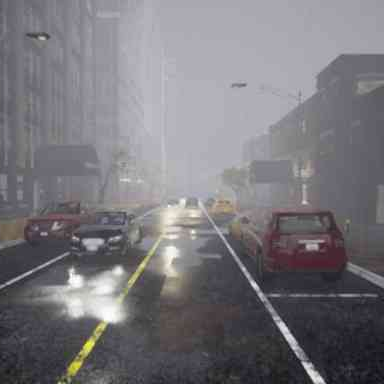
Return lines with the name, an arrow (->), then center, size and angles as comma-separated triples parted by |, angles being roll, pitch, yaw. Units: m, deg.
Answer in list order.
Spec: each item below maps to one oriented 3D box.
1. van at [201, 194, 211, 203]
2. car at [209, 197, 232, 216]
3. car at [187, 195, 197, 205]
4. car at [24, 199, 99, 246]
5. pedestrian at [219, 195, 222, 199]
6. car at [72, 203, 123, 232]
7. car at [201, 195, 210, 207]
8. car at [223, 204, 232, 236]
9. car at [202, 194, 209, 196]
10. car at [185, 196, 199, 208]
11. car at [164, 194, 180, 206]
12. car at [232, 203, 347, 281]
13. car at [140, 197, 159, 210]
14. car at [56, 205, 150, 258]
van -> 2.674, 1.255, 65.135 | 1.690, 1.788, 3.998 | -1, 0, 0
car -> 2.999, 1.435, 32.148 | 1.882, 1.535, 5.008 | 0, 0, 0
car -> -0.002, 1.399, 59.625 | 1.882, 1.535, 5.008 | 0, 0, 0
car -> -5.705, 1.295, 15.335 | 2.192, 1.841, 5.009 | -1, 0, 0
pedestrian -> 2.999, 1.247, 35.138 | 0.375, 1.860, 0.375 | -1, 1, -2
car -> -5.702, 1.498, 20.700 | 1.752, 1.417, 4.829 | -1, 0, 0
car -> 2.678, 1.502, 48.532 | 1.947, 1.339, 4.313 | -1, 0, 0
car -> 2.678, 1.505, 15.495 | 1.752, 1.417, 4.829 | -1, 0, 0
car -> 2.678, 1.510, 54.067 | 1.802, 1.307, 4.206 | -1, 0, 0
car -> 0.008, 1.441, 46.964 | 1.837, 1.490, 4.892 | 0, 0, 0
car -> -3.061, 1.490, 54.776 | 1.994, 1.385, 4.181 | 0, 0, 0
car -> 2.675, 1.302, 9.791 | 2.192, 1.841, 5.009 | -1, 0, 0
car -> -5.703, 1.469, 42.839 | 1.752, 1.417, 4.829 | -1, 0, 0
car -> -3.099, 1.474, 12.801 | 2.128, 1.511, 4.902 | 0, 0, 0
